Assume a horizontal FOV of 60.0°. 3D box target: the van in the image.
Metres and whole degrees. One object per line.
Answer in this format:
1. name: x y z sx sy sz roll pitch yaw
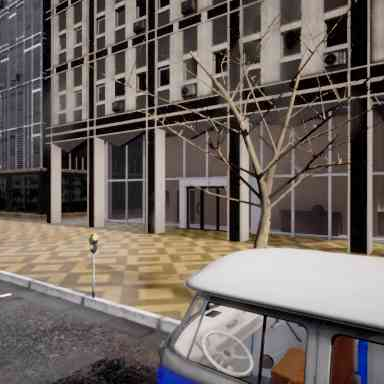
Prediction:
1. van: 1.574 1.341 1.747 3.998 1.788 1.690 0 0 36
